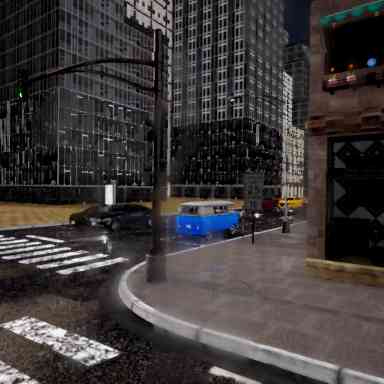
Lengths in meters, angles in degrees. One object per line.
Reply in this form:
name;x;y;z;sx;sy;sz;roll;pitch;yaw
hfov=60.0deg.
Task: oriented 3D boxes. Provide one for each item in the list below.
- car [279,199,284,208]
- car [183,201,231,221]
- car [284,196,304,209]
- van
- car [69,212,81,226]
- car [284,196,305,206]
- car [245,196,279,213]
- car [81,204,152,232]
car;10.165;1.293;44.363;1.967;1.590;4.097;1;1;36
car;1.302;1.487;27.502;1.994;1.385;4.181;1;1;35
car;12.993;1.369;43.784;1.882;1.535;5.008;1;1;36
van;0.915;1.368;16.979;1.690;1.788;3.998;1;1;36
car;-5.908;1.467;21.851;1.947;1.339;4.313;1;1;36
car;16.496;1.363;53.232;1.752;1.417;4.829;1;1;36
car;7.131;1.258;35.637;2.097;1.767;4.553;1;1;36
car;-3.971;1.466;20.102;1.812;1.442;4.674;1;1;37
